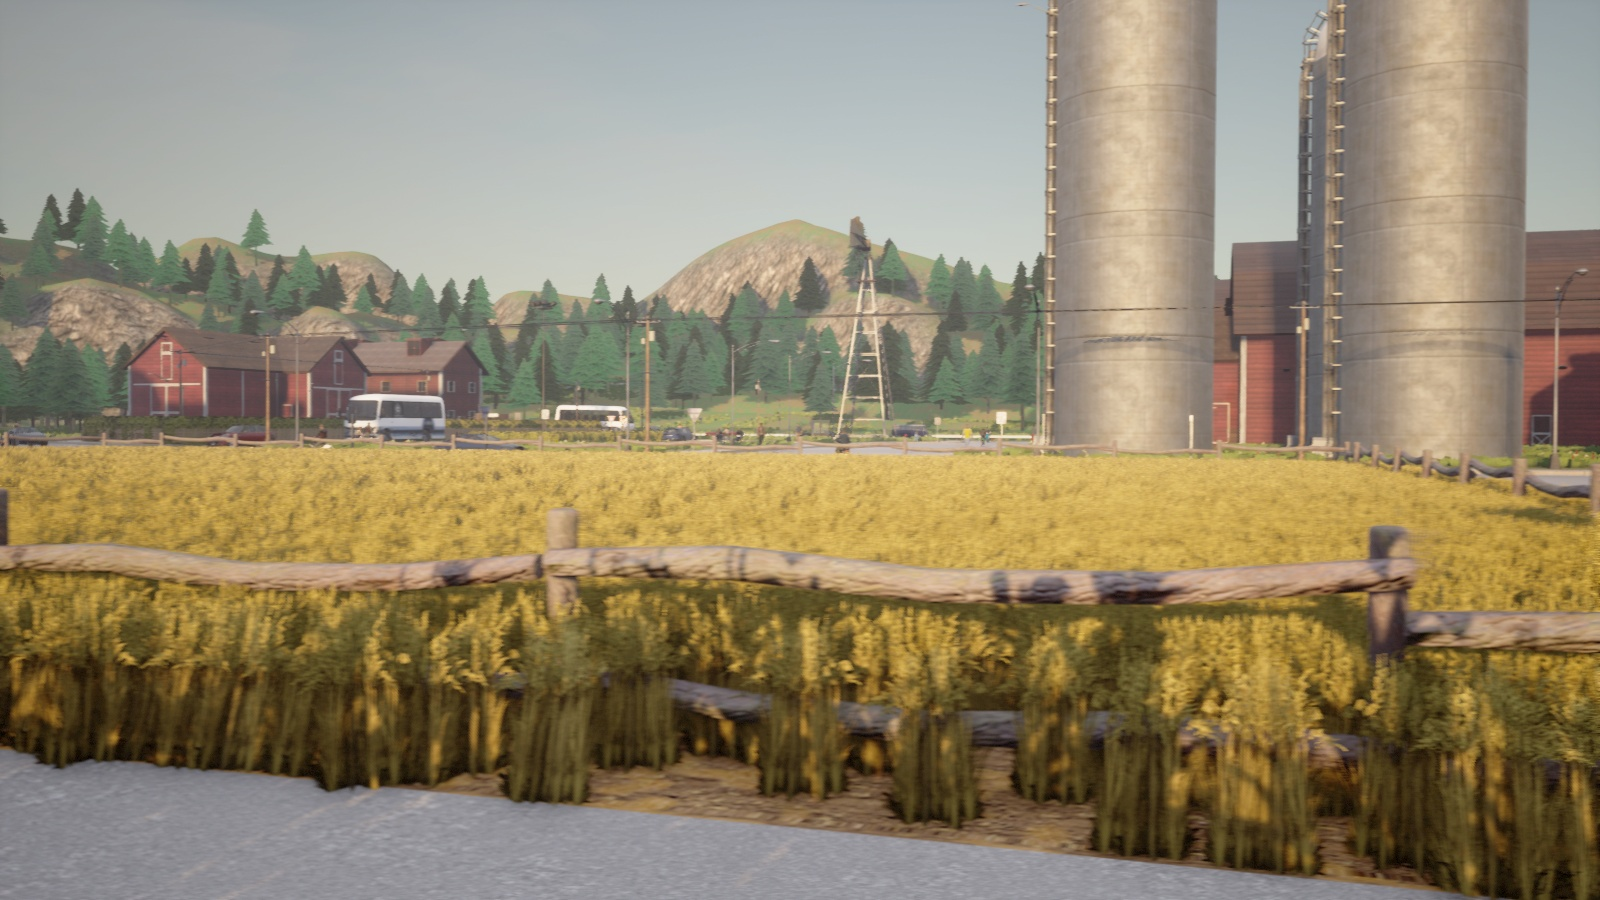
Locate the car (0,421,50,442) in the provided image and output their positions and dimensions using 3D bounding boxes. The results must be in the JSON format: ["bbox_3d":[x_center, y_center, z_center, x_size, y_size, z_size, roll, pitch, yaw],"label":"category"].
[{"bbox_3d":[-51.855,-1.242,83.910,4.181,1.385,1.994,2,2,44],"label":"car"}]

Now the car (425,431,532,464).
[{"bbox_3d":[-14.236,-0.142,55.659,4.181,1.385,1.994,1,1,17],"label":"car"}]

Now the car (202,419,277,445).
[{"bbox_3d":[-39.834,-1.303,89.385,2.097,1.767,4.553,1,1,28],"label":"car"}]
